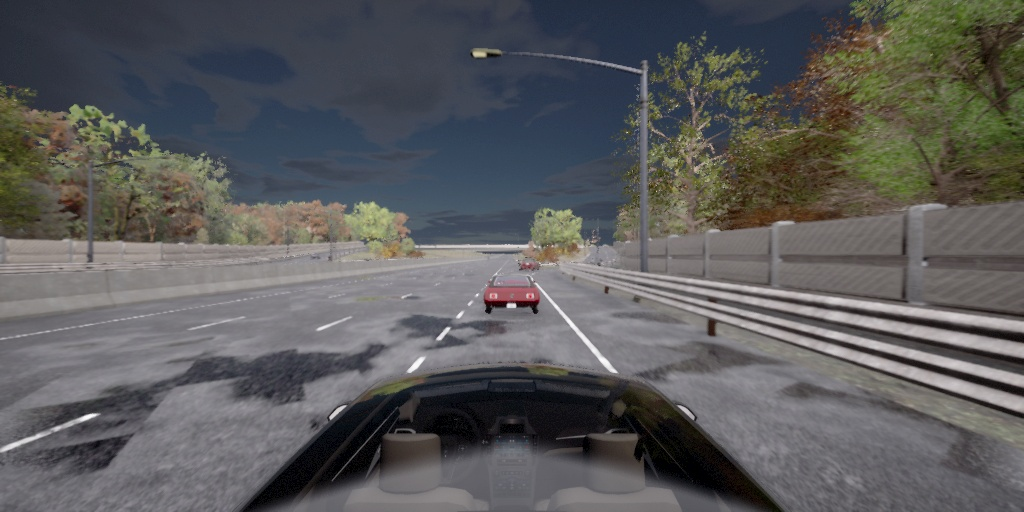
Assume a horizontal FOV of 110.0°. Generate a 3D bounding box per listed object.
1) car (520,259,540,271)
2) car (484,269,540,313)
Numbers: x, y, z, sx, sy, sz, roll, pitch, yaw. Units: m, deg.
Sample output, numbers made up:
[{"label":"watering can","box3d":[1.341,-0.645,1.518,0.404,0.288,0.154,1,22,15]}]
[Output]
[{"label":"car","box3d":[2.589,1.166,50.386,2.097,1.767,4.553,2,0,14]},{"label":"car","box3d":[-0.008,1.351,14.057,1.895,1.301,4.718,0,0,0]}]
